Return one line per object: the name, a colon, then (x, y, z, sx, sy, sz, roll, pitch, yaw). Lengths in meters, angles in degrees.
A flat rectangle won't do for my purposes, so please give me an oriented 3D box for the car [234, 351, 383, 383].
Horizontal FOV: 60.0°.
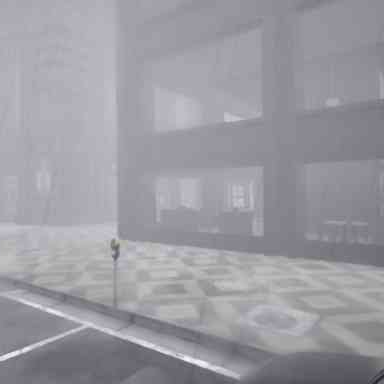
car: (2.081, 1.542, 1.478, 4.403, 1.369, 2.008, -1, 0, 36)
